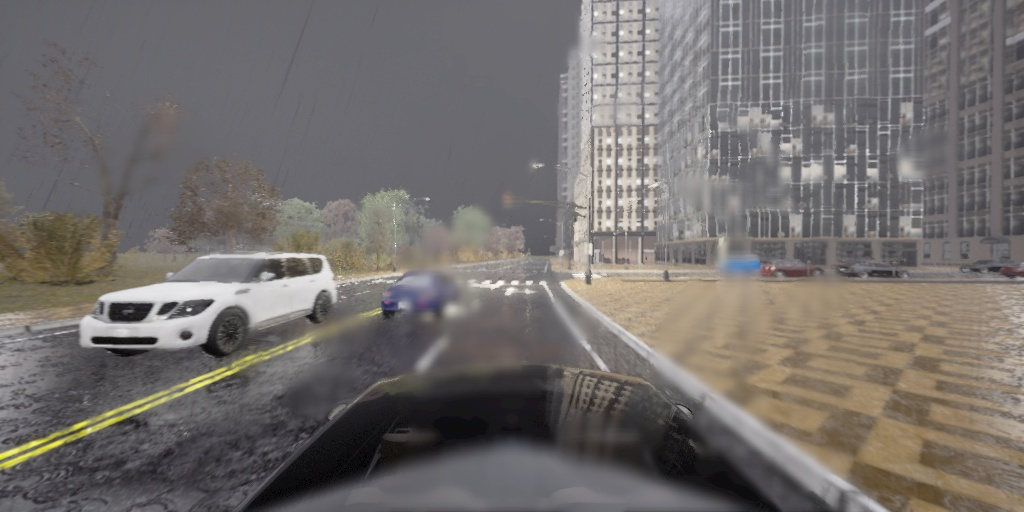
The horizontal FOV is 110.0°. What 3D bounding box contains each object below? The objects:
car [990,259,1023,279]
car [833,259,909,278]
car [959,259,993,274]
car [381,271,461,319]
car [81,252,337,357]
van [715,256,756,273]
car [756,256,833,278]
[{"bbox_3d":[39.271,1.081,26.670,4.207,1.307,1.802,0,0,6],"label":"car"},{"bbox_3d":[27.957,1.106,27.868,4.313,1.339,1.948,0,0,6],"label":"car"},{"bbox_3d":[45.874,0.989,34.365,4.313,1.339,1.948,0,0,6],"label":"car"},{"bbox_3d":[-2.973,1.230,12.417,1.812,1.442,4.674,0,0,2],"label":"car"},{"bbox_3d":[-6.501,0.922,8.796,2.150,2.045,5.566,0,0,1],"label":"car"},{"bbox_3d":[23.275,0.845,37.012,3.998,1.789,1.690,0,0,6],"label":"van"},{"bbox_3d":[22.298,1.001,28.443,4.097,1.591,1.967,0,0,6],"label":"car"}]
